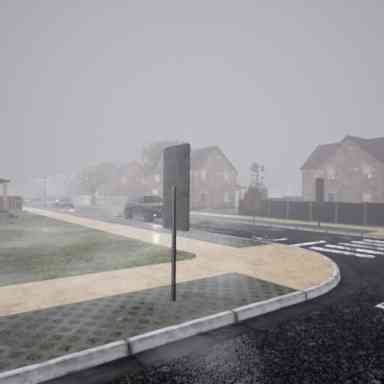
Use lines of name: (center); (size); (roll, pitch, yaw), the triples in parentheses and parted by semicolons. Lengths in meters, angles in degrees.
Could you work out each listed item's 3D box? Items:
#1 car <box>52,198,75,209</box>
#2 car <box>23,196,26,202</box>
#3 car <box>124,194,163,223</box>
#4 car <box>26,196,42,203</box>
car: (-17.572, 1.556, 45.346); (2.033, 1.411, 5.357); (1, -1, -36)
car: (-40.454, 1.710, 81.572); (2.128, 1.511, 4.902); (1, -1, -36)
car: (-3.312, 1.201, 25.568); (2.150, 2.045, 5.566); (1, 0, -36)
car: (-34.430, 1.564, 73.279); (2.128, 1.511, 4.902); (1, -1, -36)
